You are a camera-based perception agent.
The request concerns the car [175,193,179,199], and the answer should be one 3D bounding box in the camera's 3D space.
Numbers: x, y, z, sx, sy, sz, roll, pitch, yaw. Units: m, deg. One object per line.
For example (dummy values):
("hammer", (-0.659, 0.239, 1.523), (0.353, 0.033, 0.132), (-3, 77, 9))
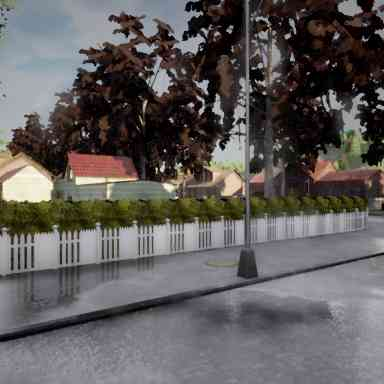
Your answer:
("car", (-4.490, 1.223, 59.034), (2.150, 2.045, 5.566), (0, 0, -36))
